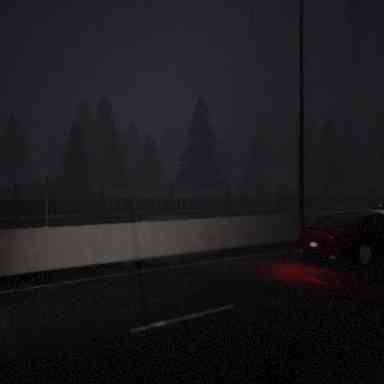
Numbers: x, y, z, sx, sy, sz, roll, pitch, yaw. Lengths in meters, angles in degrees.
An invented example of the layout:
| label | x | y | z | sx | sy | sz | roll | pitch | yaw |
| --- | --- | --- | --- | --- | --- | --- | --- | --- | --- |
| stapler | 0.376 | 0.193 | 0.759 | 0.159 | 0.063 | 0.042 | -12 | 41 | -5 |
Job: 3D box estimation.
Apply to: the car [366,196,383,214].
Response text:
| label | x | y | z | sx | sy | sz | roll | pitch | yaw |
| --- | --- | --- | --- | --- | --- | --- | --- | --- | --- |
| car | 19.434 | 1.211 | 31.909 | 5.008 | 1.535 | 1.882 | 0 | 0 | -16 |

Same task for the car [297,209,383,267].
| label | x | y | z | sx | sy | sz | roll | pitch | yaw |
| --- | --- | --- | --- | --- | --- | --- | --- | --- | --- |
| car | 5.769 | 1.389 | 11.051 | 5.008 | 1.535 | 1.882 | 0 | 0 | -29 |
